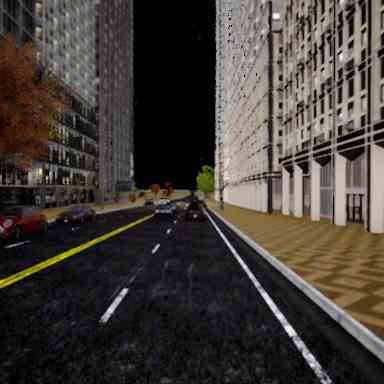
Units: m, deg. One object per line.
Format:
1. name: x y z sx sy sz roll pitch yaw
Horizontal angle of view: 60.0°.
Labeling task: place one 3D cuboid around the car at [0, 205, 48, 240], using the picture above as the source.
1. car: -9.734 1.549 18.109 2.097 1.767 4.553 0 -1 1

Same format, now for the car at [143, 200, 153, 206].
1. car: -9.258 2.380 71.900 1.994 1.385 4.181 0 -1 0

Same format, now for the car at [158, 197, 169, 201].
1. car: -6.007 2.063 71.850 2.150 2.045 5.566 0 -1 0

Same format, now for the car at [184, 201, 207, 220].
1. car: 0.312 1.911 32.347 1.837 1.490 4.892 0 0 1

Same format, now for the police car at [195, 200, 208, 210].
1. police car: 1.513 2.112 55.355 1.930 1.638 5.238 0 -1 0

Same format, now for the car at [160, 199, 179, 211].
1. car: -2.841 2.111 46.177 2.033 1.411 5.357 0 -1 0

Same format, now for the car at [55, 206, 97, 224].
1. car: -9.624 1.870 28.199 2.033 1.411 5.357 0 -1 1

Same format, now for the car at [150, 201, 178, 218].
1. car: -2.918 1.980 35.408 2.033 1.411 5.357 0 -1 0
